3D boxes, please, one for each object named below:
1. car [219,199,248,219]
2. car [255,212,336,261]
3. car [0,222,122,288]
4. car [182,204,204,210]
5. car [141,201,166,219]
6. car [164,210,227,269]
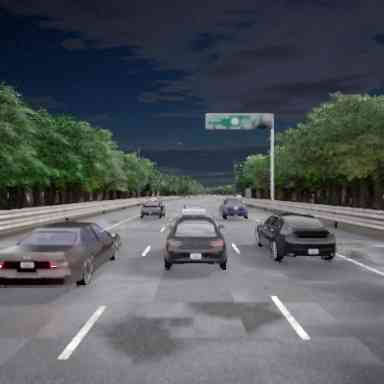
[{"bbox_3d":[3.604,1.393,29.514,2.097,1.767,4.553,0,0,0],"label":"car"},{"bbox_3d":[3.602,1.518,12.283,1.837,1.490,4.892,0,0,0],"label":"car"},{"bbox_3d":[-3.399,1.558,9.374,2.033,1.411,5.357,0,0,0],"label":"car"},{"bbox_3d":[0.104,1.639,28.253,1.895,1.301,4.718,0,0,0],"label":"car"},{"bbox_3d":[-3.396,1.533,29.747,2.128,1.511,4.902,0,0,0],"label":"car"},{"bbox_3d":[0.112,1.538,11.091,1.812,1.442,4.674,0,0,0],"label":"car"}]
